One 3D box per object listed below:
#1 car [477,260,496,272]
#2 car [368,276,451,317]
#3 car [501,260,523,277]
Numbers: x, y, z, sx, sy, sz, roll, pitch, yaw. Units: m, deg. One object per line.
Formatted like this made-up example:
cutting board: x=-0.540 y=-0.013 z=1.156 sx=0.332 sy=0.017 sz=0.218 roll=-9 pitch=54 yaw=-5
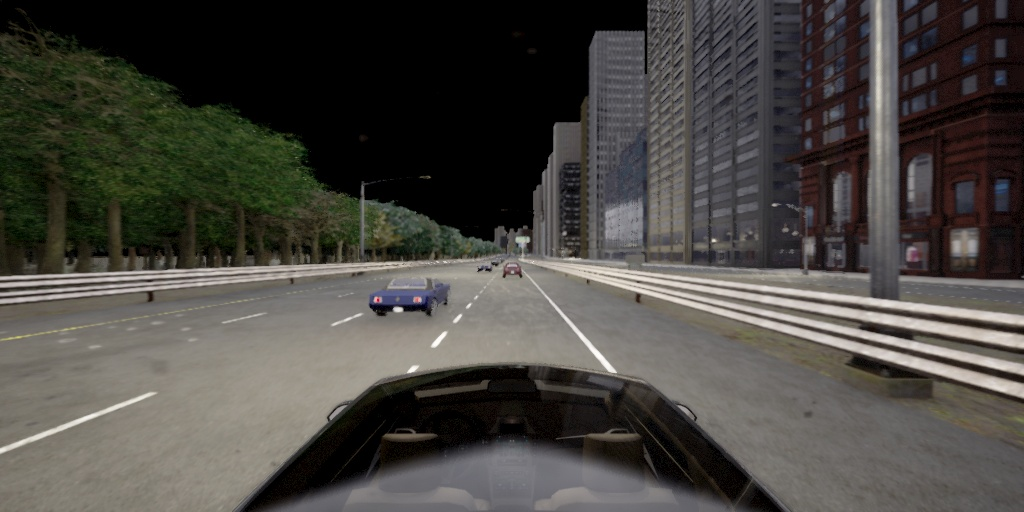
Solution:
car: x=-3.604 y=1.528 z=48.952 sx=1.895 sy=1.301 sz=4.718 roll=0 pitch=0 yaw=0
car: x=-3.504 y=1.384 z=13.277 sx=1.895 sy=1.301 sz=4.718 roll=0 pitch=0 yaw=0
car: x=0.046 y=1.396 z=36.989 sx=1.812 sy=1.442 sz=4.674 roll=0 pitch=0 yaw=0
